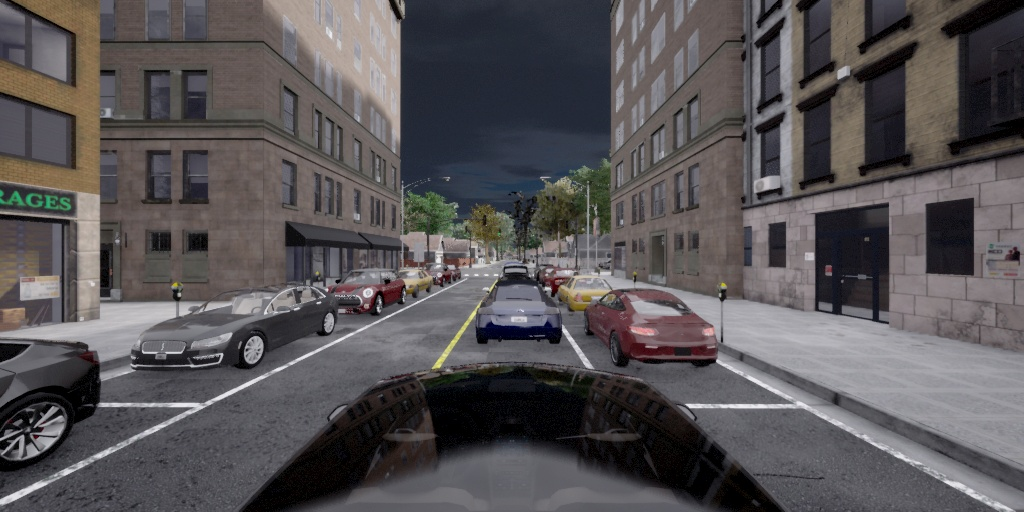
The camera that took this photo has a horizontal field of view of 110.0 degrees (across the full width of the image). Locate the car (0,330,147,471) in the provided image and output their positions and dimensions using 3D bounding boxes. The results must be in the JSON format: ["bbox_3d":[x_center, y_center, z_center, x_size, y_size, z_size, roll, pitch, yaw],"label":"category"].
[{"bbox_3d":[-5.393,1.316,2.154,1.948,1.339,4.313,0,0,0],"label":"car"}]

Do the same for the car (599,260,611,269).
[{"bbox_3d":[14.997,1.168,49.357,4.902,1.511,2.128,0,0,0],"label":"car"}]

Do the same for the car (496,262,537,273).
[{"bbox_3d":[0.191,1.261,19.802,1.837,1.490,4.892,0,0,0],"label":"car"}]

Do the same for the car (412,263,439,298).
[{"bbox_3d":[-5.303,1.280,18.539,1.751,1.417,4.829,0,0,0],"label":"car"}]

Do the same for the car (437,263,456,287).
[{"bbox_3d":[-5.272,1.198,24.228,1.967,1.591,4.097,0,0,0],"label":"car"}]

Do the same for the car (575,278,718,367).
[{"bbox_3d":[2.662,1.332,7.631,1.802,1.307,4.207,0,0,0],"label":"car"}]

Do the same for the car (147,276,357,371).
[{"bbox_3d":[-5.363,1.301,7.672,2.007,1.370,4.403,0,0,0],"label":"car"}]

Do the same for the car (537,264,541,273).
[{"bbox_3d":[2.753,1.340,24.186,1.802,1.307,4.207,0,0,0],"label":"car"}]

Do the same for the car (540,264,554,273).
[{"bbox_3d":[2.723,1.300,18.668,1.888,1.381,4.507,0,0,0],"label":"car"}]

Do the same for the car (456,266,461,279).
[{"bbox_3d":[-5.242,1.343,29.747,1.802,1.307,4.207,0,0,0],"label":"car"}]

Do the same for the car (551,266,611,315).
[{"bbox_3d":[2.694,1.278,13.320,1.751,1.417,4.829,0,0,0],"label":"car"}]

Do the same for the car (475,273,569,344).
[{"bbox_3d":[0.142,1.315,9.607,1.994,1.385,4.181,0,0,0],"label":"car"}]

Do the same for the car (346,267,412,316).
[{"bbox_3d":[-5.332,1.192,13.190,1.967,1.591,4.097,0,0,0],"label":"car"}]
